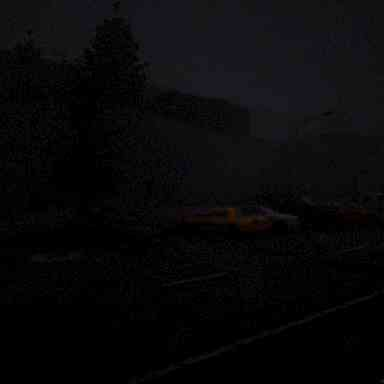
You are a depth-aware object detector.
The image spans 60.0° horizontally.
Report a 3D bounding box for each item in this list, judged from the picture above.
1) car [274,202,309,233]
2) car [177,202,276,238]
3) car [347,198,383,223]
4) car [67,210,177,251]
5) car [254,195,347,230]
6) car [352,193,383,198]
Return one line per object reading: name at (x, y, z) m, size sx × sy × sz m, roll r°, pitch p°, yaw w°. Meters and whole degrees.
car at (3.982, 1.502, 19.411) m, size 4.674 × 1.452 × 2.002 m, roll -1°, pitch -1°, yaw 34°
car at (1.382, 1.472, 17.765) m, size 5.366 × 1.575 × 1.946 m, roll -1°, pitch 0°, yaw 35°
car at (11.475, 1.400, 24.532) m, size 5.366 × 1.575 × 1.946 m, roll -1°, pitch -1°, yaw 35°
car at (-3.328, 1.513, 14.167) m, size 4.792 × 1.488 × 2.163 m, roll -1°, pitch -1°, yaw 35°
car at (6.456, 1.200, 21.140) m, size 5.566 × 2.045 × 2.435 m, roll -1°, pitch -1°, yaw 35°
car at (13.741, 1.127, 26.392) m, size 5.566 × 2.045 × 2.435 m, roll -1°, pitch 0°, yaw 35°
